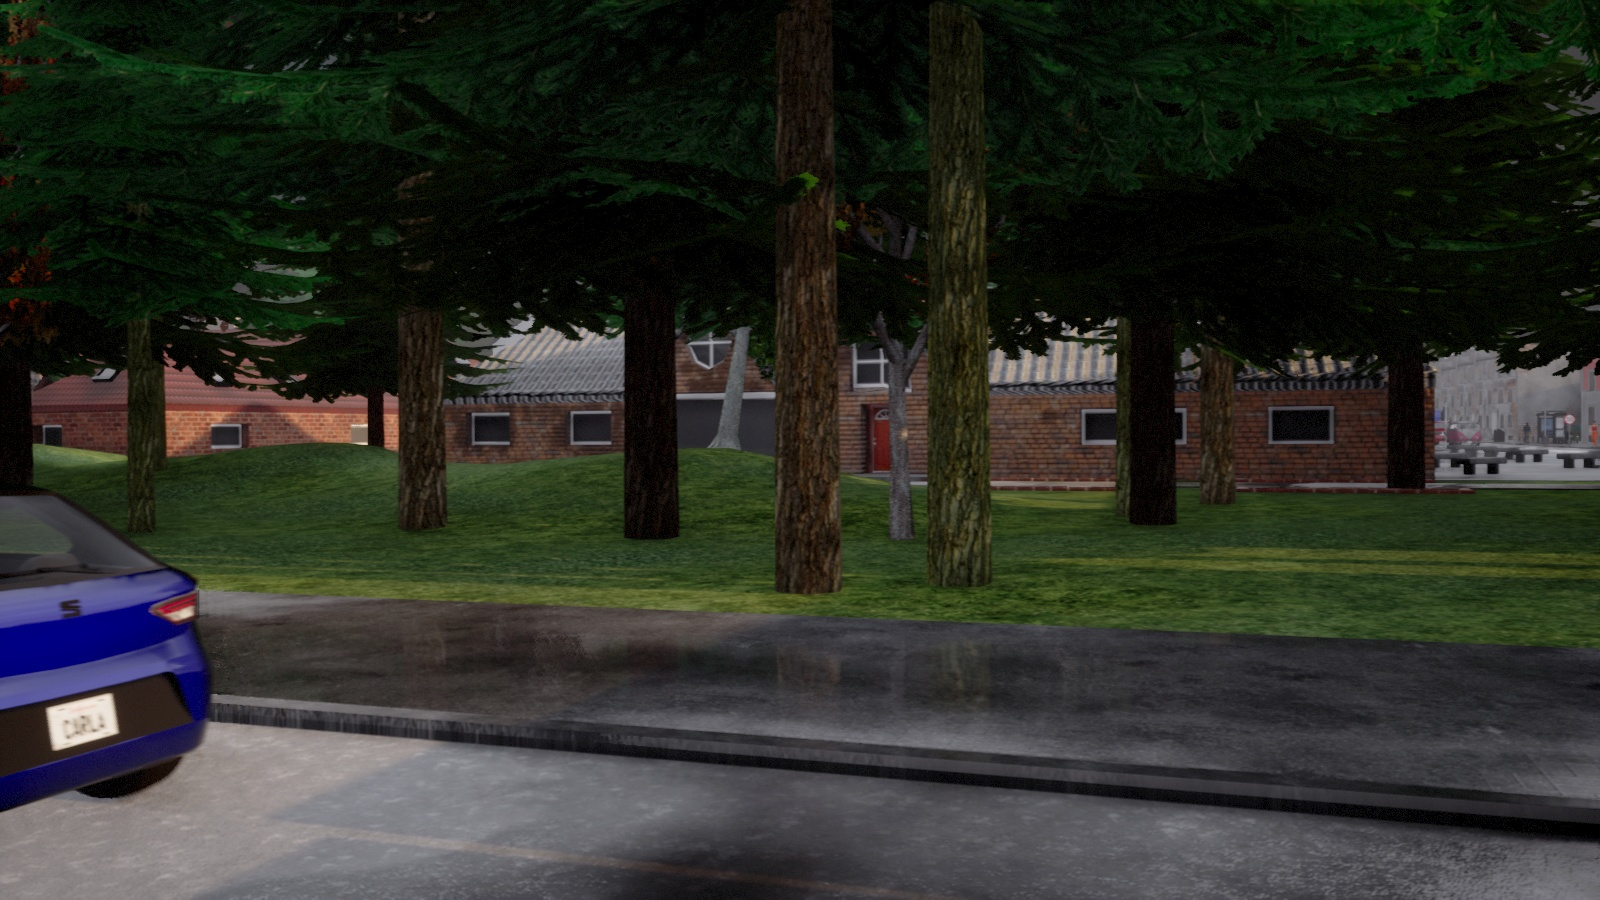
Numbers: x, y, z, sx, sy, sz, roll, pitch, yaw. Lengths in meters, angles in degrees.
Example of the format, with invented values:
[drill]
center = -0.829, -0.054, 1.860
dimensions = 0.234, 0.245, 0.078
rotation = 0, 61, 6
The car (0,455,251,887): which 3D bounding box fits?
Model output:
[car]
center = -4.678, 0.769, 5.293
dimensions = 4.193, 1.474, 1.816
rotation = 0, 1, 19
